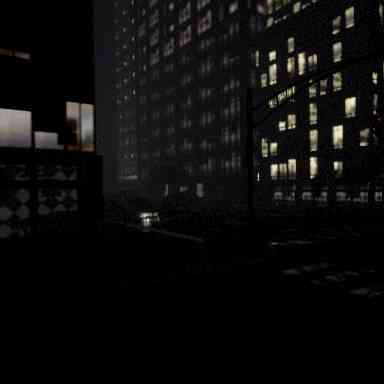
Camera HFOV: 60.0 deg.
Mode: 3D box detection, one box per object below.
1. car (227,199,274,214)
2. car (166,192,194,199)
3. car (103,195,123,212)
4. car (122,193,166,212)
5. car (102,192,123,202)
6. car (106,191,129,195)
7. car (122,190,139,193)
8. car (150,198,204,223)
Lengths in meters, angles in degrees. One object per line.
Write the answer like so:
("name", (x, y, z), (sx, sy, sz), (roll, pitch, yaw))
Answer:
("car", (5.098, 1.201, 29.816), (1.752, 1.417, 4.829), (-1, 1, -35))
("car", (-1.675, 0.884, 39.656), (2.192, 1.841, 5.009), (-1, 1, -35))
("car", (-8.538, 1.304, 34.856), (1.947, 1.339, 4.313), (-1, 1, -35))
("car", (-5.024, 1.185, 34.316), (1.882, 1.535, 5.008), (-1, 1, -35))
("car", (-14.011, 0.835, 58.246), (1.882, 1.535, 5.008), (-1, 1, -35))
("car", (-11.852, 1.043, 49.705), (2.033, 1.411, 5.357), (-1, 1, -34))
("car", (-10.073, 0.651, 52.493), (2.150, 2.045, 5.566), (-1, 1, -35))
("car", (-0.883, 1.407, 23.853), (2.008, 1.369, 4.403), (-1, 1, -35))
